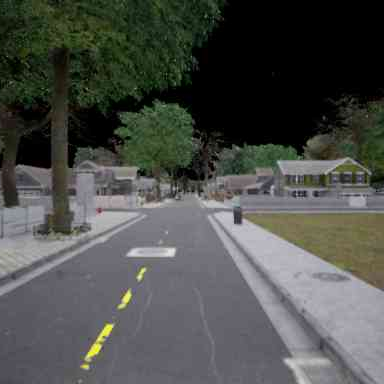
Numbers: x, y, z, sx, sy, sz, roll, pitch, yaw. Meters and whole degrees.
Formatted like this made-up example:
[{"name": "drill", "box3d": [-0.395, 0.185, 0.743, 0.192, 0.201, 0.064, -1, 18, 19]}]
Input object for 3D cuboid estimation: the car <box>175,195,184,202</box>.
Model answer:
[{"name": "car", "box3d": [-2.775, 1.457, 74.784, 1.837, 1.490, 4.892, 0, 0, 0]}]
